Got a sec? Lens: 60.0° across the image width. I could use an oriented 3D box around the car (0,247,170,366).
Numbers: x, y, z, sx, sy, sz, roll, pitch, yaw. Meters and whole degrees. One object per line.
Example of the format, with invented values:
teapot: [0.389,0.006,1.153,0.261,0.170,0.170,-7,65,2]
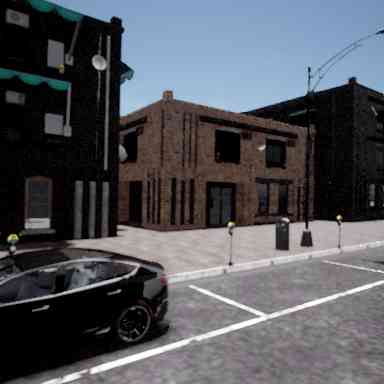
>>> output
car: [-2.358,1.573,4.864,4.313,1.339,1.947,1,1,-35]
